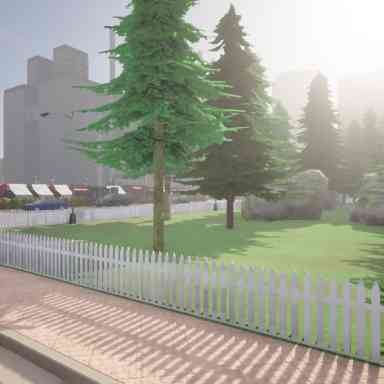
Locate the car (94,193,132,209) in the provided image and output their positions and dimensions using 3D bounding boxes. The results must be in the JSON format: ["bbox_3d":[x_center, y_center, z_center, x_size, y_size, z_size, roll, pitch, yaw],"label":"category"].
[{"bbox_3d":[-10.844,1.222,46.042,2.150,2.045,5.566,0,0,34],"label":"car"}]

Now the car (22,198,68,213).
[{"bbox_3d":[-16.542,1.478,37.612,1.882,1.535,5.008,0,0,34],"label":"car"}]

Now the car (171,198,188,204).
[{"bbox_3d":[-2.606,1.351,58.101,2.097,1.767,4.553,0,0,34],"label":"car"}]
